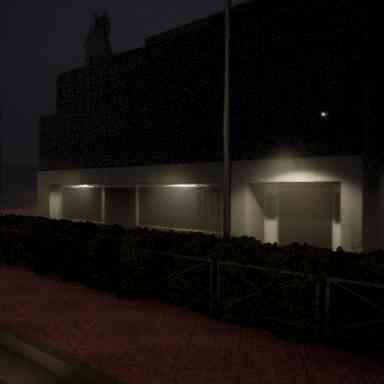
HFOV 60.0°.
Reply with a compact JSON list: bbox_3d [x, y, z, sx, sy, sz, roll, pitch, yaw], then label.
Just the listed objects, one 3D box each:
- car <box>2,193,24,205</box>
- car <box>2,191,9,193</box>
[{"bbox_3d":[-26.937,1.256,49.150,1.994,1.385,4.181,0,0,17],"label":"car"},{"bbox_3d":[-30.205,0.890,50.624,2.150,2.045,5.566,0,0,17],"label":"car"}]
